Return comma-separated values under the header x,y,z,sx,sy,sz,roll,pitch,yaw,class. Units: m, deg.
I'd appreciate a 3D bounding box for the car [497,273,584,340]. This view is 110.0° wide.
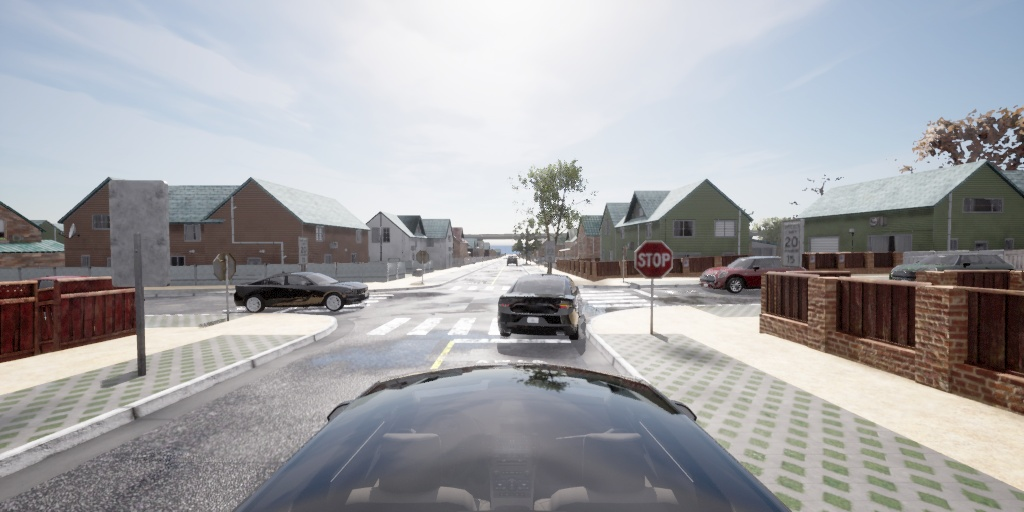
x,y,z,sx,sy,sz,roll,pitch,yaw,class
0.963,1.225,10.114,1.882,1.535,5.008,0,0,12,car

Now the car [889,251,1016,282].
x,y,z,sx,sy,sz,roll,pitch,yaw,class
21.711,0.646,17.783,4.553,1.767,2.097,-1,2,0,car

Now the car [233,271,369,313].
x,y,z,sx,sy,sz,roll,pitch,yaw,class
-8.461,1.377,14.647,5.008,1.535,1.882,-1,2,0,car

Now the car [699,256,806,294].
x,y,z,sx,sy,sz,roll,pitch,yaw,class
11.816,0.820,17.717,4.553,1.767,2.097,-1,2,0,car

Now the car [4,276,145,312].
x,y,z,sx,sy,sz,roll,pitch,yaw,class
-18.013,1.547,14.590,5.008,1.535,1.882,-1,2,0,car
